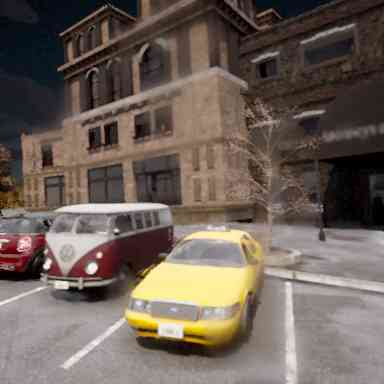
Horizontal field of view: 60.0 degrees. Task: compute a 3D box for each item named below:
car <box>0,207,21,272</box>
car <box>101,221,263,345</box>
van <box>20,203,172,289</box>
[{"bbox_3d":[-4.384,1.417,10.540,2.185,1.767,4.553,0,-1,16],"label":"car"},{"bbox_3d":[0.449,1.503,6.900,1.946,1.575,5.366,0,-1,16],"label":"car"},{"bbox_3d":[-1.965,1.294,8.712,1.878,1.987,4.442,0,-1,16],"label":"van"}]
